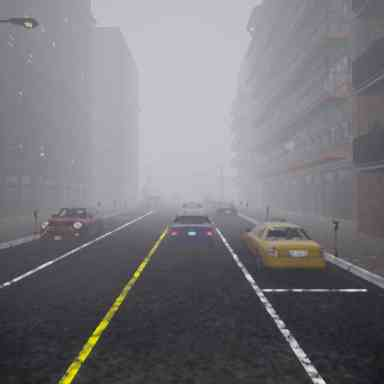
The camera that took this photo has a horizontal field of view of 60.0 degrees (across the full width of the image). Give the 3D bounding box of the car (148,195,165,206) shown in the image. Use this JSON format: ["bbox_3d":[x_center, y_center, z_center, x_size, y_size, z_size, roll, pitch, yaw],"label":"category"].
[{"bbox_3d":[-5.807,1.330,49.587,2.192,1.841,5.009,1,0,0],"label":"car"}]

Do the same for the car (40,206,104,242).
[{"bbox_3d":[-5.697,1.442,16.178,1.967,1.590,4.097,1,0,0],"label":"car"}]

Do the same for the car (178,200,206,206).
[{"bbox_3d":[-0.001,1.624,29.683,1.895,1.301,4.718,0,0,0],"label":"car"}]

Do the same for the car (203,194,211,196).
[{"bbox_3d":[2.840,1.336,60.690,2.192,1.841,5.009,1,0,0],"label":"car"}]

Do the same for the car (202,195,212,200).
[{"bbox_3d":[2.837,1.566,49.554,2.008,1.369,4.403,1,0,0],"label":"car"}]

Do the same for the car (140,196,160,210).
[{"bbox_3d":[-5.810,1.563,44.019,2.008,1.369,4.403,1,0,0],"label":"car"}]

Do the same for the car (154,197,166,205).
[{"bbox_3d":[-5.811,1.603,60.723,1.802,1.307,4.206,1,0,0],"label":"car"}]

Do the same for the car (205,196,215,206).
[{"bbox_3d":[2.837,1.535,38.588,1.752,1.417,4.829,1,0,0],"label":"car"}]

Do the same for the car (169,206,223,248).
[{"bbox_3d":[0.000,1.565,14.651,2.033,1.411,5.357,0,0,0],"label":"car"}]

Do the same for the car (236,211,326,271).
[{"bbox_3d":[2.709,1.525,10.748,1.752,1.417,4.829,1,0,0],"label":"car"}]

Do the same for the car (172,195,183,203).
[{"bbox_3d":[-3.000,1.430,67.686,2.097,1.767,4.553,0,0,0],"label":"car"}]

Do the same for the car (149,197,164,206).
[{"bbox_3d":[-5.810,1.584,55.156,1.947,1.339,4.313,1,0,0],"label":"car"}]

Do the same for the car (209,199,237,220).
[{"bbox_3d":[2.771,1.572,27.923,1.947,1.339,4.313,1,0,0],"label":"car"}]
